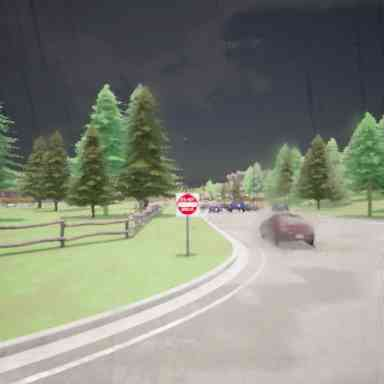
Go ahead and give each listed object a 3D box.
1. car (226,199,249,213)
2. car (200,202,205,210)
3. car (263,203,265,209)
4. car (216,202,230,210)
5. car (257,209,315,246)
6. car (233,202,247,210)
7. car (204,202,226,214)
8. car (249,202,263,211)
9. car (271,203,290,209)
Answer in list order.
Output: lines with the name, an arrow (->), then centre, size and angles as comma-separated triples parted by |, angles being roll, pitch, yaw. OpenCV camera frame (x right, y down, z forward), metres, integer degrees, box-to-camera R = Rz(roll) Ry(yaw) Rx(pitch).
car -> 6.823, 2.162, 51.709 | 2.150, 2.045, 5.566 | 0, -1, -2
car -> 2.683, 2.724, 66.174 | 2.128, 1.511, 4.902 | 0, -1, -2
car -> 13.109, 2.655, 66.195 | 1.882, 1.535, 5.008 | 0, -1, -2
car -> 6.090, 2.717, 66.596 | 2.128, 1.511, 4.902 | 0, -1, -2
car -> 4.724, 1.822, 16.856 | 1.812, 1.442, 4.674 | 0, -1, 0
car -> 9.589, 2.728, 66.524 | 1.812, 1.442, 4.674 | 0, -1, -2
car -> 3.394, 2.403, 50.006 | 1.882, 1.535, 5.008 | 0, -1, -2
car -> 10.117, 2.577, 56.604 | 1.994, 1.385, 4.181 | 0, -1, -2
car -> 13.820, 2.433, 51.989 | 1.812, 1.442, 4.674 | 0, -1, -2
